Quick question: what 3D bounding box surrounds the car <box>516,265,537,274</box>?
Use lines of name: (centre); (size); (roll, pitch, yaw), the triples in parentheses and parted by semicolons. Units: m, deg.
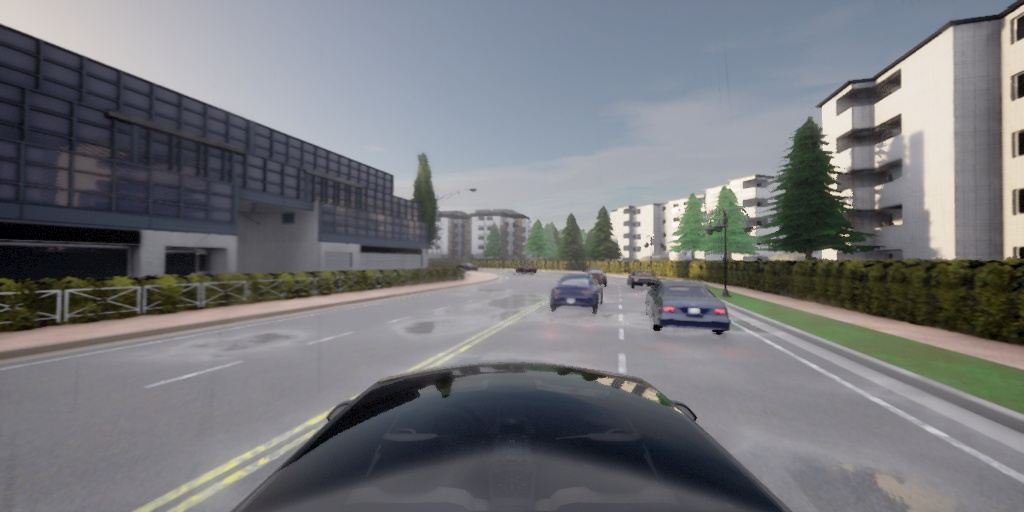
car: (2.182, 2.065, 54.318); (1.895, 1.301, 4.718); (1, -1, -20)

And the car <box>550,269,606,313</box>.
car: (2.800, 1.473, 15.163); (1.812, 1.442, 4.674); (0, -1, 17)

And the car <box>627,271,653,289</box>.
car: (9.857, 1.759, 27.337); (1.895, 1.301, 4.718); (0, -1, 13)

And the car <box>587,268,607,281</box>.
car: (6.791, 1.693, 29.576); (1.812, 1.442, 4.674); (0, -1, 13)

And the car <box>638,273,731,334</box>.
car: (5.313, 1.463, 11.426); (2.033, 1.411, 5.357); (0, -1, 17)
